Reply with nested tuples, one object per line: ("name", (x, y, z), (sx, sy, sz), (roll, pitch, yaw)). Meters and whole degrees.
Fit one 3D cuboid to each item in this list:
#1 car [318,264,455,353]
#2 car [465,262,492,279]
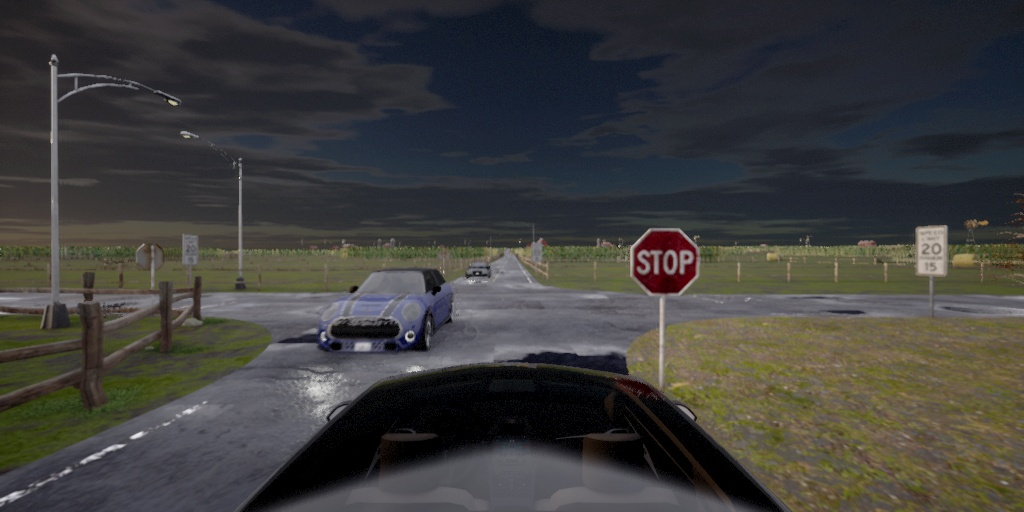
("car", (-2.746, 1.077, 8.858), (2.097, 1.767, 4.553), (0, 0, 0))
("car", (-2.747, 1.196, 30.420), (1.994, 1.385, 4.181), (0, 0, 0))
